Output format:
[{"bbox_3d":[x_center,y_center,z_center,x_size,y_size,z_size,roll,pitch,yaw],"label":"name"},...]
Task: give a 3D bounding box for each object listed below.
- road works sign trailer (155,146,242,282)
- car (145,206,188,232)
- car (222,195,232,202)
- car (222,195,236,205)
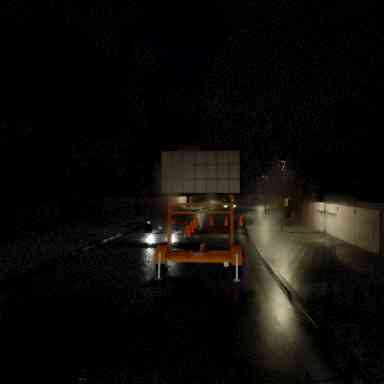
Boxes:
[{"bbox_3d":[0.266,0.471,9.872,2.380,3.560,2.880,0,0,5],"label":"road works sign trailer"},{"bbox_3d":[-1.410,1.576,20.773,2.033,1.411,5.357,0,0,7],"label":"car"},{"bbox_3d":[9.343,1.607,88.954,2.097,1.767,4.553,0,0,0],"label":"car"},{"bbox_3d":[7.240,1.492,63.018,2.097,1.767,4.553,0,0,9],"label":"car"}]
